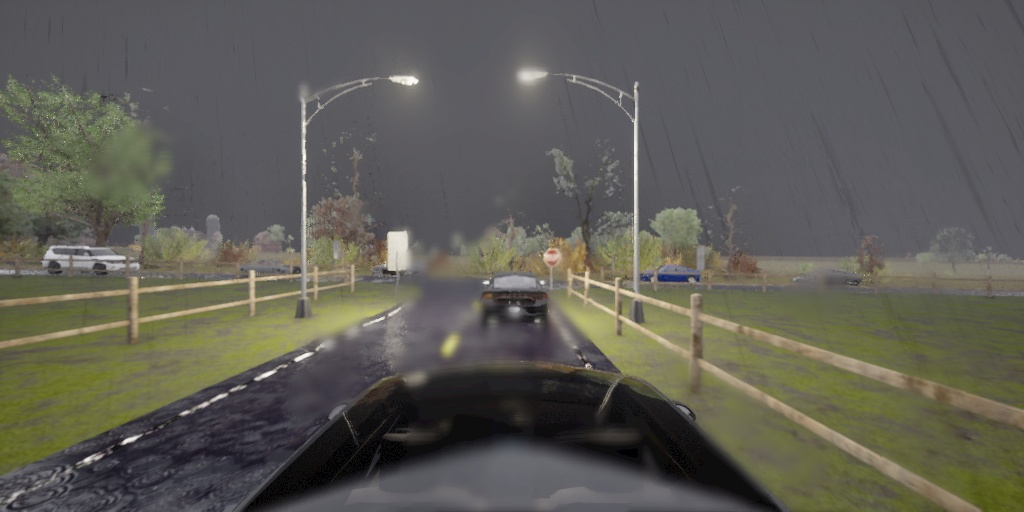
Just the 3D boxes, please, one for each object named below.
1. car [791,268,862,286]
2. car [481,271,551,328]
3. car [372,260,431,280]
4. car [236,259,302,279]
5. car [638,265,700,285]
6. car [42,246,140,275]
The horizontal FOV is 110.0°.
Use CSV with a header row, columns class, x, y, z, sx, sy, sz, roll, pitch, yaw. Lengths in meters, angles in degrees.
class,x,y,z,sx,sy,sz,roll,pitch,yaw
car,25.894,1.786,29.610,4.902,1.511,2.128,1,1,0
car,0.096,1.221,11.455,1.882,1.535,5.008,0,0,0
car,-9.028,1.045,29.163,4.902,1.511,2.128,1,0,16
car,-17.924,0.958,26.684,4.181,1.385,1.994,1,1,0
car,12.899,1.496,29.584,5.008,1.535,1.882,1,1,-1
car,-31.209,0.322,26.688,5.566,2.045,2.150,2,1,0
